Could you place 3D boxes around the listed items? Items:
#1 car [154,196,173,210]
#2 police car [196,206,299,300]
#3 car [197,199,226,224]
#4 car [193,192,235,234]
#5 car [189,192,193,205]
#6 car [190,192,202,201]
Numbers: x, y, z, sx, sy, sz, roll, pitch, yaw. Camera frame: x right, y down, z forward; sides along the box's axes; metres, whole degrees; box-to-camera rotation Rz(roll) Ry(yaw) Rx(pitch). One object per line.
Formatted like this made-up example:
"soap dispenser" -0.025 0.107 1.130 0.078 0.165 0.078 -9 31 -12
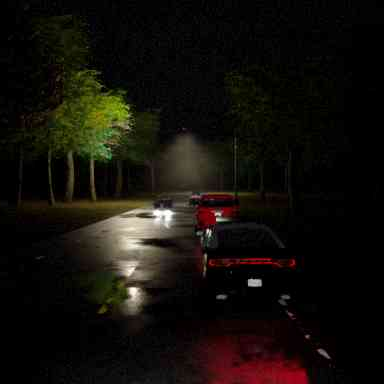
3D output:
"car" -3.176 1.171 37.755 2.128 1.511 4.902 0 1 1
"police car" 1.145 1.398 8.493 1.930 1.638 5.238 0 0 1
"car" 1.323 1.346 24.381 1.837 1.490 4.892 0 1 1
"car" 1.256 1.127 18.407 2.150 2.045 5.566 0 1 1
"car" 0.549 1.088 46.157 2.033 1.411 5.357 0 1 1
"car" 0.671 0.739 59.869 2.033 1.411 5.357 0 2 1
